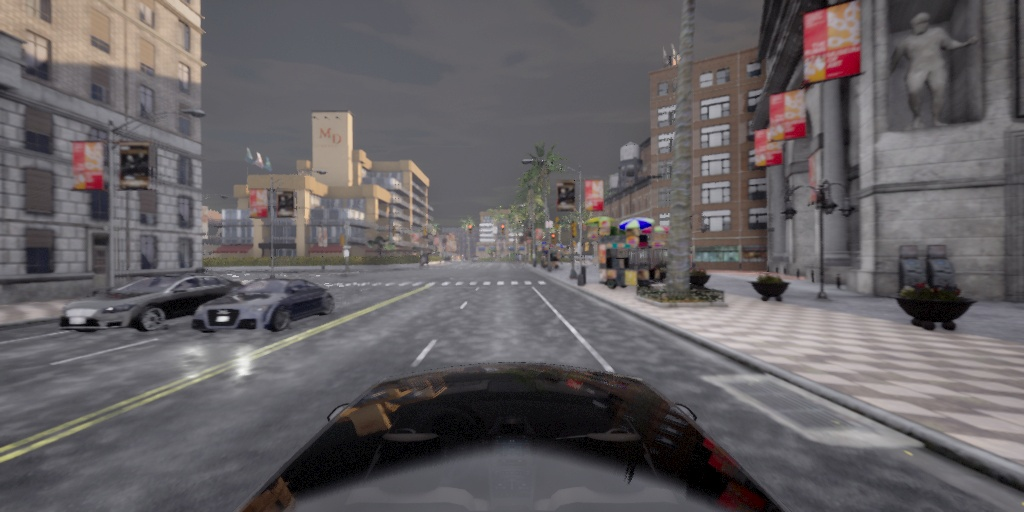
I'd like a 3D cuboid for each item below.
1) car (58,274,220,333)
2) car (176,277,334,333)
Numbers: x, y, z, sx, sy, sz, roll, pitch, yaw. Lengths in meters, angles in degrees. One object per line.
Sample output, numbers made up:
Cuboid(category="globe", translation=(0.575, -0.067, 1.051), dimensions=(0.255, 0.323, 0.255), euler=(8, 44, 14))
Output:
Cuboid(category="car", translation=(-10.727, 1.335, 11.277), dimensions=(2.128, 1.511, 4.902), euler=(0, 0, -1))
Cuboid(category="car", translation=(-7.222, 1.378, 10.911), dimensions=(1.994, 1.385, 4.181), euler=(0, 0, -1))
